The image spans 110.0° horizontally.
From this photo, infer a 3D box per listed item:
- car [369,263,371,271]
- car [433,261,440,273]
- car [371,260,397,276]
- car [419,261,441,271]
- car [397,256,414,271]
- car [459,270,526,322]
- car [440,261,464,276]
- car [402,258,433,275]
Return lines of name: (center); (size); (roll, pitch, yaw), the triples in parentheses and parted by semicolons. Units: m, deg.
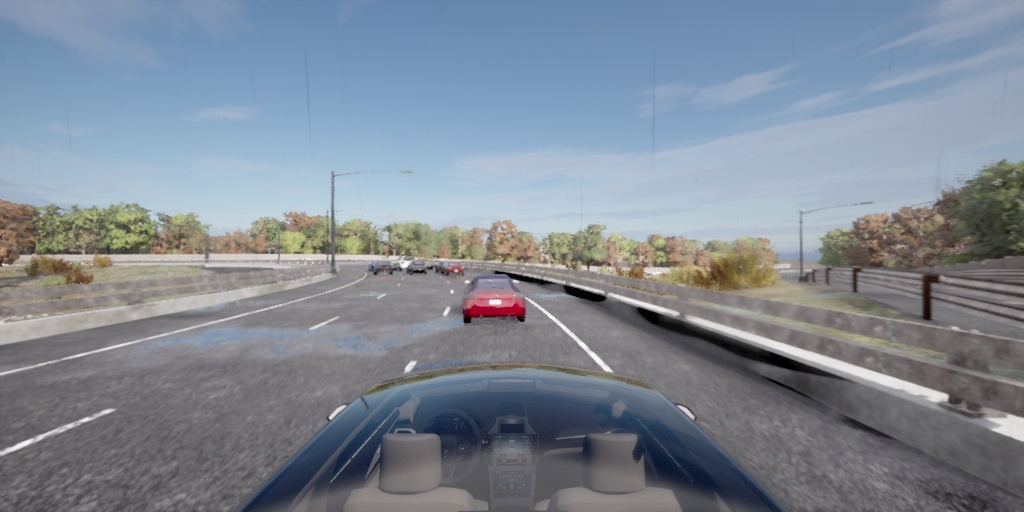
car: (-18.439, 1.327, 49.162); (1.882, 1.535, 5.008); (0, 0, -28)
car: (-7.723, 1.318, 42.249); (1.812, 1.442, 4.674); (0, 0, -23)
car: (-14.176, 1.331, 39.564); (1.837, 1.490, 4.892); (0, 0, -23)
car: (-11.867, 1.412, 51.705); (1.895, 1.301, 4.718); (0, 0, -28)
car: (-14.869, 1.052, 49.899); (2.150, 2.045, 5.566); (0, 0, -28)
car: (-0.702, 1.317, 12.454); (1.994, 1.385, 4.181); (0, 0, -6)
car: (-6.114, 1.304, 37.342); (1.812, 1.442, 4.674); (0, 0, -16)
car: (-10.671, 1.298, 40.247); (2.128, 1.511, 4.902); (0, 0, -23)
